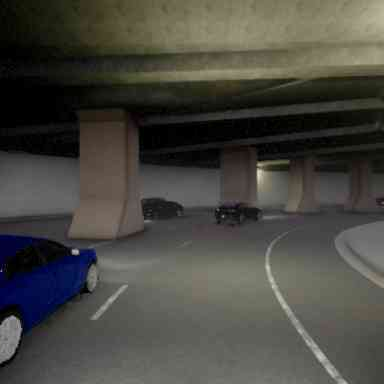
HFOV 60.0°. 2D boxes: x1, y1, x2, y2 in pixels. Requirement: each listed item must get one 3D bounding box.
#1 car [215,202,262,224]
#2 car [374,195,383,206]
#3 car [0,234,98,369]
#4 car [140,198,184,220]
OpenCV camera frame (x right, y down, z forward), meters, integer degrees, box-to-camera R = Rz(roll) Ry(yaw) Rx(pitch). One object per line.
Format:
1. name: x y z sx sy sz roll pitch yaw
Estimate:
1. car: 3.568 1.470 24.802 2.128 1.511 4.902 0 0 36
2. car: 31.162 1.173 51.913 5.566 2.045 2.150 0 0 -14
3. car: -3.205 1.473 5.768 1.882 1.535 5.008 0 0 4
4. car: -2.690 1.480 28.308 1.837 1.490 4.892 -1 0 37
